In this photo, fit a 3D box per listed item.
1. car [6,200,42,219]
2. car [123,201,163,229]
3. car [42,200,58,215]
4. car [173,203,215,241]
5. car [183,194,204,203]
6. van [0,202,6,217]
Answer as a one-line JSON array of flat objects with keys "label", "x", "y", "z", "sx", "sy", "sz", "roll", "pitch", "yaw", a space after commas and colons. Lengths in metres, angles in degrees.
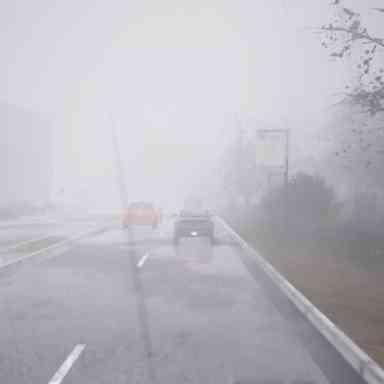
[{"label": "car", "x": -15.570, "y": 1.531, "z": 29.161, "sx": 2.163, "sy": 1.488, "sz": 4.792, "roll": 0, "pitch": 0, "yaw": 0}, {"label": "car", "x": -3.153, "y": 1.382, "z": 22.007, "sx": 2.097, "sy": 1.767, "sz": 4.553, "roll": 0, "pitch": 0, "yaw": 0}, {"label": "car", "x": -15.601, "y": 1.551, "z": 34.658, "sx": 2.002, "sy": 1.452, "sz": 4.674, "roll": -2, "pitch": 0, "yaw": 0}, {"label": "car", "x": 0.099, "y": 1.528, "z": 16.693, "sx": 1.837, "sy": 1.490, "sz": 4.892, "roll": 0, "pitch": 0, "yaw": 0}, {"label": "car", "x": 0.170, "y": 1.273, "z": 38.668, "sx": 2.150, "sy": 2.045, "sz": 5.566, "roll": 0, "pitch": 0, "yaw": 1}, {"label": "van", "x": -15.554, "y": 1.267, "z": 23.550, "sx": 1.878, "sy": 1.987, "sz": 4.442, "roll": 0, "pitch": 0, "yaw": 0}]
